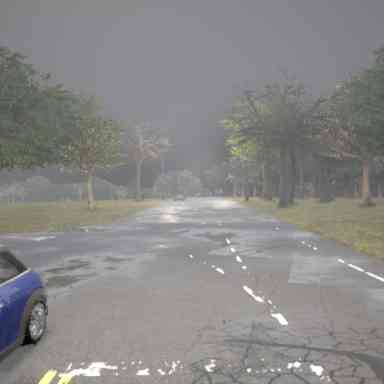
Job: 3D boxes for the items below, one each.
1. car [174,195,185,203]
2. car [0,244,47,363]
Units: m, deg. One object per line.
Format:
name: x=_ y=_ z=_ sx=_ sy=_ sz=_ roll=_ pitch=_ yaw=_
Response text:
car: x=-2.342 y=1.213 z=62.773 sx=2.033 sy=1.411 sz=5.357 roll=-1 pitch=1 yaw=1
car: x=-3.550 y=1.599 z=3.839 sx=2.097 sy=1.767 sz=4.553 roll=-1 pitch=-1 yaw=0
